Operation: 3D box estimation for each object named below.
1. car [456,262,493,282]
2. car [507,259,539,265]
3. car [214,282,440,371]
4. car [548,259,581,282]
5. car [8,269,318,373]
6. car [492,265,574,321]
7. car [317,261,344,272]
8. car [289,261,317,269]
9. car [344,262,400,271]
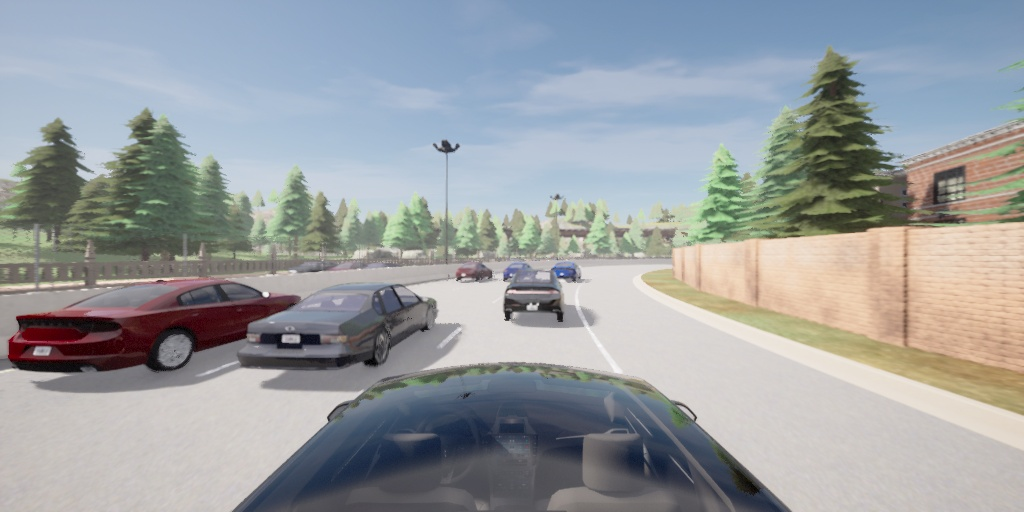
[{"bbox_3d":[-2.956,1.222,28.730,1.812,1.442,4.674,0,0,16],"label":"car"},{"bbox_3d":[0.652,1.226,28.625,1.812,1.442,4.674,0,0,16],"label":"car"},{"bbox_3d":[-3.143,1.282,7.873,2.033,1.411,5.357,0,0,4],"label":"car"},{"bbox_3d":[4.458,1.181,29.048,1.882,1.535,5.008,0,0,17],"label":"car"},{"bbox_3d":[-6.623,1.209,7.639,1.882,1.535,5.008,0,0,3],"label":"car"},{"bbox_3d":[0.835,1.222,12.377,2.128,1.511,4.902,0,0,6],"label":"car"},{"bbox_3d":[-13.637,1.207,30.191,1.812,1.442,4.674,0,0,16],"label":"car"},{"bbox_3d":[-16.993,1.167,31.105,2.128,1.511,4.902,0,0,16],"label":"car"},{"bbox_3d":[-10.495,1.235,28.641,2.033,1.411,5.357,0,0,15],"label":"car"}]
